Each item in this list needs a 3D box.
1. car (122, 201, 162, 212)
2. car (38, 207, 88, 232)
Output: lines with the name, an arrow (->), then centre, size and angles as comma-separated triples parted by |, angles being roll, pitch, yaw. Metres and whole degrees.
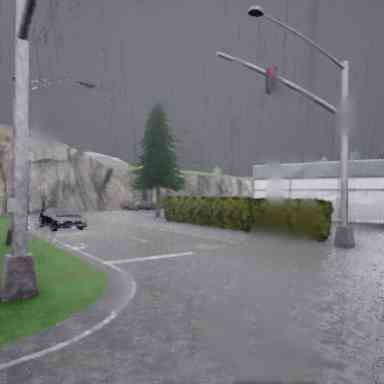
car -> -6.568, 1.856, 44.355 | 5.357, 1.411, 2.033 | 1, -1, -44
car -> -8.416, 1.653, 21.320 | 2.033, 1.411, 5.357 | 1, -1, -37
